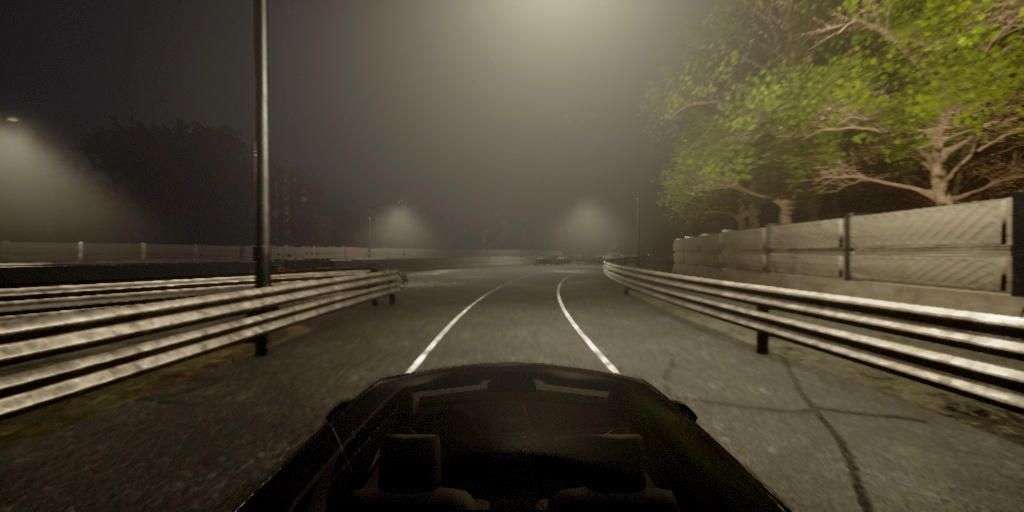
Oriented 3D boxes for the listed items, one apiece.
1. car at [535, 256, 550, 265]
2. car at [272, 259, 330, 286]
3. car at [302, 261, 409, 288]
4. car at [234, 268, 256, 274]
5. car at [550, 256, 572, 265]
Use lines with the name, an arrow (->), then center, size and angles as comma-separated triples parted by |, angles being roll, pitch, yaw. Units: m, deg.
car -> 5.689, 0.806, 62.915 | 2.128, 1.511, 4.902 | 0, 0, 27
car -> -11.299, 0.950, 20.985 | 2.097, 1.767, 4.553 | 0, 0, 26
car -> -8.089, 1.142, 19.580 | 2.033, 1.411, 5.357 | 0, 0, 26
car -> -14.469, 1.208, 22.476 | 1.895, 1.301, 4.718 | 0, 0, 26
car -> 8.858, 0.796, 61.426 | 2.128, 1.511, 4.902 | 0, 0, 27
